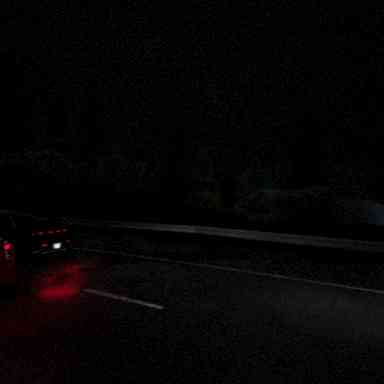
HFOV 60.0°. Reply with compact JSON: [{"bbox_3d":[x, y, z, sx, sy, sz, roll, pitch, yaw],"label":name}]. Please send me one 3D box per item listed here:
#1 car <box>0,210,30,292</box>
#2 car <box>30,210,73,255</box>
[{"bbox_3d":[-5.958,1.249,7.183,4.553,1.767,2.097,1,1,29],"label":"car"},{"bbox_3d":[-6.255,1.365,11.315,4.892,1.490,1.837,1,0,28],"label":"car"}]
